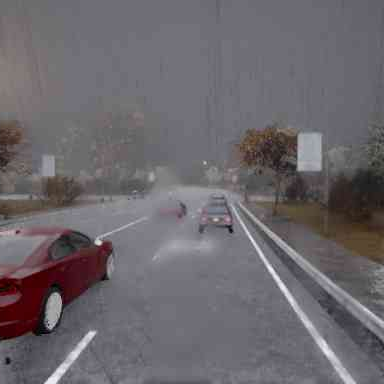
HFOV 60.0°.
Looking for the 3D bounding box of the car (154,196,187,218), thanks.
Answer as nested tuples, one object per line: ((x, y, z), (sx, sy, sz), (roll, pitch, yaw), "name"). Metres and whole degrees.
((-1.521, 1.254, 26.289), (1.994, 1.385, 4.181), (0, 1, 5), "car")

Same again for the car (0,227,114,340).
((-3.026, 1.432, 6.686), (1.882, 1.535, 5.008), (0, 0, 3), "car")

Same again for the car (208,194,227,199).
((2.829, 0.961, 36.371), (2.128, 1.511, 4.902), (0, 1, 5), "car")

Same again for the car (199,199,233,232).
((1.376, 1.384, 18.952), (2.033, 1.411, 5.357), (0, 1, 5), "car")

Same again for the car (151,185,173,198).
((-3.765, 0.125, 42.660), (2.150, 2.045, 5.566), (0, 1, 5), "car")

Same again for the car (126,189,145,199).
((-7.252, 0.402, 42.988), (1.812, 1.442, 4.674), (0, 1, 5), "car")
